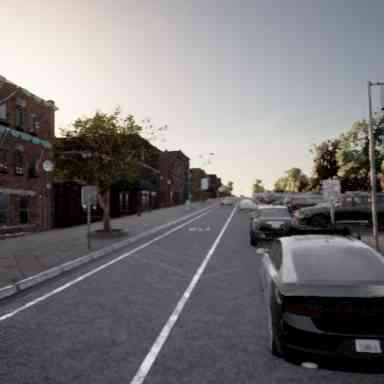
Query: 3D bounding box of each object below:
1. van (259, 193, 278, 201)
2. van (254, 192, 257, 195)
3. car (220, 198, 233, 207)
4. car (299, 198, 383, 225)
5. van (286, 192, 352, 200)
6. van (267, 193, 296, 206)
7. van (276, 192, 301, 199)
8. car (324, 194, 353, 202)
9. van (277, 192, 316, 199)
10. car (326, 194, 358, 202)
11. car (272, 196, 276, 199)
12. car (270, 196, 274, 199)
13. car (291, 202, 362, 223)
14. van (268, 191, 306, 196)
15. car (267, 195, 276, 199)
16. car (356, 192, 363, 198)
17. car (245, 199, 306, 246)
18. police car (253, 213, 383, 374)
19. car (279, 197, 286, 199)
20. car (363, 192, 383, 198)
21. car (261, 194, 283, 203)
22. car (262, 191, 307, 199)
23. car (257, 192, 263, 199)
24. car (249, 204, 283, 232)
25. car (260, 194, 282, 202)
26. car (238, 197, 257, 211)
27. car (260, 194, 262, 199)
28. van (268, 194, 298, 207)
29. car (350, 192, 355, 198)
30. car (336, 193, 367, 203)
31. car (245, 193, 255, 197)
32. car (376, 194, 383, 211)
[{"bbox_3d":[18.530,1.236,80.748,4.442,1.987,1.878,-1,0,9],"label":"van"},{"bbox_3d":[20.245,1.206,91.829,4.442,1.987,1.878,-1,0,9],"label":"van"},{"bbox_3d":[6.013,1.755,57.470,2.128,1.511,4.902,-1,0,9],"label":"car"},{"bbox_3d":[9.461,1.471,22.573,5.366,1.575,1.946,-1,-1,9],"label":"car"},{"bbox_3d":[10.612,1.269,28.069,4.442,1.987,1.878,-1,-1,9],"label":"van"},{"bbox_3d":[14.903,1.296,55.779,4.442,1.987,1.878,-1,0,9],"label":"van"},{"bbox_3d":[11.900,1.307,36.381,4.442,1.987,1.878,-1,0,9],"label":"van"},{"bbox_3d":[29.921,1.155,68.014,4.892,1.521,2.231,-1,0,9],"label":"car"},{"bbox_3d":[11.241,1.303,33.649,4.442,1.987,1.878,-1,-1,9],"label":"van"},{"bbox_3d":[29.307,1.163,65.299,5.366,1.575,1.946,-1,0,9],"label":"car"},{"bbox_3d":[12.249,1.574,39.163,4.792,1.488,2.163,-1,0,9],"label":"car"},{"bbox_3d":[12.647,1.589,41.943,4.674,1.452,2.002,-1,0,9],"label":"car"},{"bbox_3d":[10.077,1.523,25.314,4.674,1.452,2.002,-1,-1,9],"label":"car"},{"bbox_3d":[13.617,1.318,47.470,4.442,1.987,1.878,-1,0,9],"label":"van"},{"bbox_3d":[13.084,1.549,44.712,4.892,1.521,2.231,-1,0,9],"label":"car"},{"bbox_3d":[26.541,0.960,46.066,5.566,2.045,2.435,-1,0,9],"label":"car"},{"bbox_3d":[3.778,1.417,15.832,2.097,1.767,4.553,-1,-1,9],"label":"car"},{"bbox_3d":[2.255,1.439,6.077,1.930,1.638,5.238,-1,-1,9],"label":"police car"},{"bbox_3d":[10.926,1.513,30.856,5.008,1.535,2.097,-1,-1,9],"label":"car"},{"bbox_3d":[26.060,0.964,43.330,5.566,2.045,2.435,-1,0,9],"label":"car"},{"bbox_3d":[17.331,1.356,72.423,4.553,1.767,2.185,-1,0,9],"label":"car"},{"bbox_3d":[13.902,1.289,50.260,5.566,2.045,2.435,-1,0,9],"label":"car"},{"bbox_3d":[16.473,1.245,66.883,5.566,2.045,2.435,-1,0,9],"label":"car"},{"bbox_3d":[4.714,1.601,21.795,1.837,1.490,4.892,-1,0,9],"label":"car"},{"bbox_3d":[17.760,1.349,75.194,4.553,1.767,2.185,-1,0,9],"label":"car"},{"bbox_3d":[7.096,1.704,43.233,1.812,1.442,4.674,-1,0,9],"label":"car"},{"bbox_3d":[16.078,1.543,64.108,4.674,1.452,2.002,-1,0,9],"label":"car"},{"bbox_3d":[14.474,1.304,53.009,4.442,1.987,1.878,-1,0,9],"label":"van"},{"bbox_3d":[27.552,1.190,51.527,5.366,1.575,1.946,-1,0,9],"label":"car"},{"bbox_3d":[28.669,1.049,59.781,4.553,1.767,2.185,-1,0,9],"label":"car"},{"bbox_3d":[9.089,1.533,56.129,2.097,1.767,4.553,-1,0,9],"label":"car"},{"bbox_3d":[25.699,1.244,40.578,4.792,1.488,2.163,-1,0,9],"label":"car"}]
